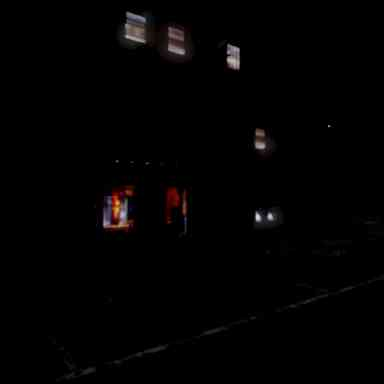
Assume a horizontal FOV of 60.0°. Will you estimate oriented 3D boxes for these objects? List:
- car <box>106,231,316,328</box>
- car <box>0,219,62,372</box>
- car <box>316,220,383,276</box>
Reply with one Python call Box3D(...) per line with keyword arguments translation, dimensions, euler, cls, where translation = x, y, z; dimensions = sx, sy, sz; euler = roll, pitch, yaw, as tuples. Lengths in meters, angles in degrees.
Box3D(translation=(0.407, 1.552, 6.997), dimensions=(4.313, 1.339, 1.947), euler=(0, 1, -35), cls="car")
Box3D(translation=(-4.126, 1.320, 3.760), dimensions=(5.009, 1.841, 2.192), euler=(0, 1, -35), cls="car")
Box3D(translation=(4.940, 1.550, 10.230), dimensions=(4.206, 1.307, 1.802), euler=(0, 1, -35), cls="car")
